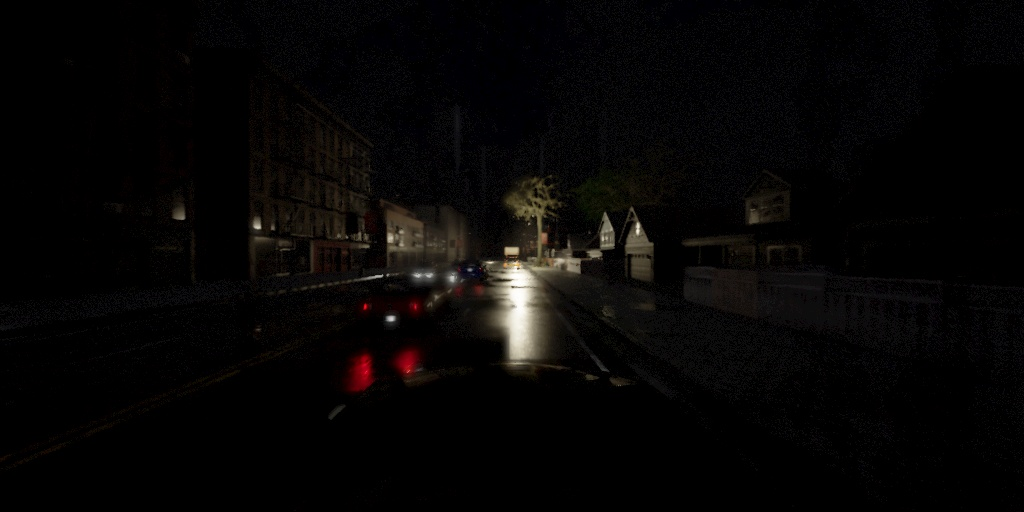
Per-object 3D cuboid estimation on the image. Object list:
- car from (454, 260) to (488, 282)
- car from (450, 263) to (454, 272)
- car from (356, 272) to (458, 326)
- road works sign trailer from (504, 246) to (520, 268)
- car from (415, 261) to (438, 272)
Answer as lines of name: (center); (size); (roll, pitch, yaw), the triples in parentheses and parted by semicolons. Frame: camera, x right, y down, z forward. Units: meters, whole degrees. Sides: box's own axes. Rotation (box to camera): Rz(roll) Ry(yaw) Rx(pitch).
car: (-3.163, 1.103, 29.299); (2.097, 1.767, 4.553); (0, 0, 0)
car: (-6.596, 1.244, 45.028); (2.128, 1.511, 4.902); (0, 0, 0)
car: (-3.155, 1.351, 11.595); (1.895, 1.301, 4.718); (0, 0, 0)
road works sign trailer: (-0.026, 0.216, 59.008); (2.380, 3.560, 2.880); (0, 0, 0)
car: (-9.853, 1.316, 41.612); (1.994, 1.385, 4.181); (0, 0, 0)
